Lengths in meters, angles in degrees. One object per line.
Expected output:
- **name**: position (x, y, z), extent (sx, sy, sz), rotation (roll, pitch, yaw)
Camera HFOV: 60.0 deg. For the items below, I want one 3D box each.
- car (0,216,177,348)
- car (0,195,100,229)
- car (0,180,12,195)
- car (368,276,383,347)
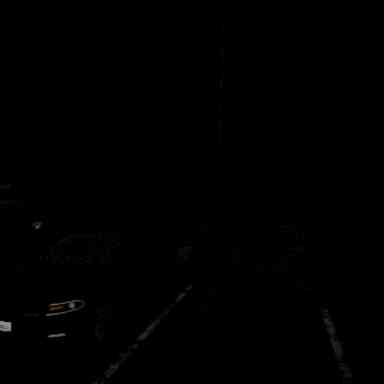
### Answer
- **car**: position (-1.767, 1.459, 6.649), extent (2.097, 1.535, 5.008), rotation (1, 0, 15)
- **car**: position (-4.257, 1.195, 8.336), extent (2.435, 2.045, 5.566), rotation (1, 0, 14)
- **car**: position (-26.418, -0.564, 44.957), extent (5.566, 2.045, 2.435), rotation (1, 6, 7)
- **car**: position (3.162, 1.484, 3.162), extent (2.097, 1.535, 5.008), rotation (0, -1, 15)
